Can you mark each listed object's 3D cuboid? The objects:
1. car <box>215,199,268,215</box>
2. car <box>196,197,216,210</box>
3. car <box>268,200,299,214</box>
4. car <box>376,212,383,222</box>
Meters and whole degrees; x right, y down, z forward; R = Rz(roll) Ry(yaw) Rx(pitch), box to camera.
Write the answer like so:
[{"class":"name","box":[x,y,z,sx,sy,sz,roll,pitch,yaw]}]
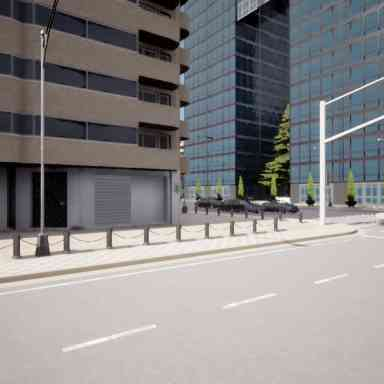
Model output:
[{"class":"car","box":[4.914,1.448,33.674,1.837,1.490,4.892,0,0,-35]},{"class":"car","box":[2.384,1.449,43.313,1.837,1.490,4.892,0,0,-35]},{"class":"car","box":[8.874,1.508,34.158,1.994,1.385,4.181,0,0,-36]},{"class":"car","box":[14.326,1.575,20.792,1.895,1.301,4.718,0,0,-36]}]
